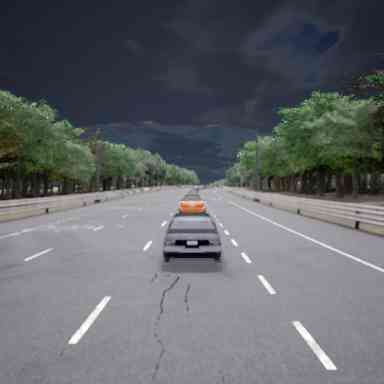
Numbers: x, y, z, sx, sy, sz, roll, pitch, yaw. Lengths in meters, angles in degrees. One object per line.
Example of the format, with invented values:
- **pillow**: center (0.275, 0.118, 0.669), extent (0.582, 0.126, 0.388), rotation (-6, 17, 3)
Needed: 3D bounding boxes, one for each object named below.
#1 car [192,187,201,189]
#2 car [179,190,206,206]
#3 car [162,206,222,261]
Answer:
- **car**: center (0.316, 0.092, 66.533), extent (1.994, 1.385, 4.181), rotation (0, 2, 1)
- **car**: center (0.020, 0.982, 27.089), extent (2.097, 1.767, 4.553), rotation (0, 1, 0)
- **car**: center (0.009, 1.435, 11.745), extent (2.033, 1.411, 5.357), rotation (0, 1, 0)
